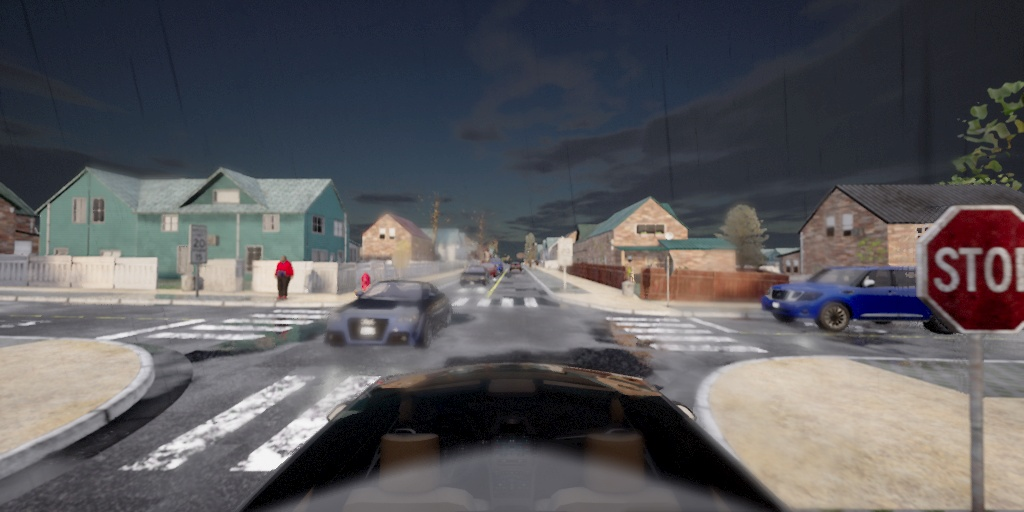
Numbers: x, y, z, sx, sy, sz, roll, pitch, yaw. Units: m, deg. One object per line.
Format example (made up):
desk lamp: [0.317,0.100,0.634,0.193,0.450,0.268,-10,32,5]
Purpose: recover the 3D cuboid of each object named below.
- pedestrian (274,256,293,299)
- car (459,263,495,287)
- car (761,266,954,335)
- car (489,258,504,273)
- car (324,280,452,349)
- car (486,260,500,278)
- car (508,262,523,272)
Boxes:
pedestrian: [-9.502,0.843,14.876,0.375,1.860,0.375,0,-2,0]
car: [-2.626,1.439,26.470,2.033,1.411,5.357,0,0,0]
car: [11.456,1.326,11.780,5.566,2.045,2.150,1,-1,0]
car: [-2.375,1.297,51.064,2.150,2.045,5.566,0,-1,1]
car: [-2.748,1.294,8.876,1.994,1.385,4.181,1,-1,1]
car: [-2.531,1.445,37.418,1.882,1.535,5.008,0,0,1]
car: [0.555,1.602,53.973,1.837,1.490,4.892,0,0,0]
